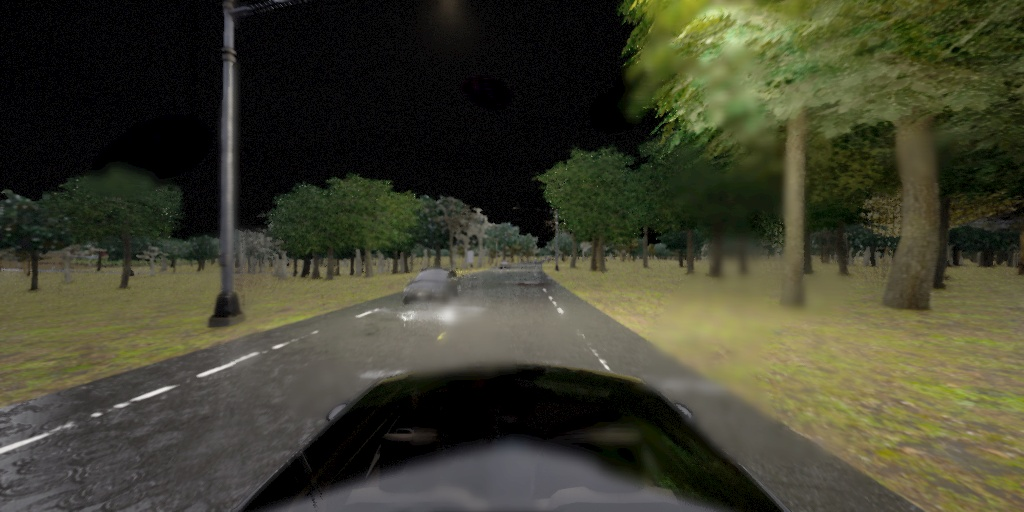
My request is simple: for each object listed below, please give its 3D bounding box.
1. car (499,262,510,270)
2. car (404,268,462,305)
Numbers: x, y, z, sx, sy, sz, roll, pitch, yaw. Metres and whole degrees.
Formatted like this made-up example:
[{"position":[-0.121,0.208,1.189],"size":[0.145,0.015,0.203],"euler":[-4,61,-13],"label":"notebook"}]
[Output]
[{"position":[-1.293,1.737,64.549],"size":[2.033,1.411,5.357],"euler":[0,-1,3],"label":"car"},{"position":[-3.462,1.325,16.452],"size":[1.837,1.490,4.892],"euler":[0,-1,1],"label":"car"}]
